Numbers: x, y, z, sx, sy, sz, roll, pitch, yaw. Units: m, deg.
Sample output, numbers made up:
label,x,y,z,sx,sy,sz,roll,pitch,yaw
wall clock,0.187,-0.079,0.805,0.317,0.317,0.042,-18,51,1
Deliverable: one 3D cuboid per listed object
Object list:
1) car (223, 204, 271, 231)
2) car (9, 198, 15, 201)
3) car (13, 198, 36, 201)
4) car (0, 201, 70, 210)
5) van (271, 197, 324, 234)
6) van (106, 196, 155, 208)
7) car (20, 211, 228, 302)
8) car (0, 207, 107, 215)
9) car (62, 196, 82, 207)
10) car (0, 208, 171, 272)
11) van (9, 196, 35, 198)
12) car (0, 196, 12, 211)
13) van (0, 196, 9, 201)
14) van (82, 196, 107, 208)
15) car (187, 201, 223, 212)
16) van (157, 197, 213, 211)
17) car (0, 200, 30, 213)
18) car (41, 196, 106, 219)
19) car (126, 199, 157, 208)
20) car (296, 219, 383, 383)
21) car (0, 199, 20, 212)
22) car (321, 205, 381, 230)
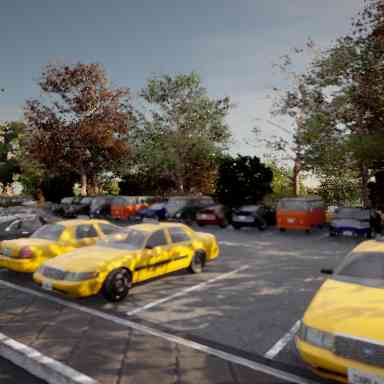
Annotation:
label,x,y,z,sx,sy,sz,roll,pitch,yaw
car,4.265,1.549,21.164,2.163,1.488,4.792,0,0,36
car,-18.196,1.747,37.361,2.002,1.452,4.674,-1,0,36
car,-15.855,1.685,35.659,2.097,1.535,5.008,-1,0,36
car,-7.828,1.422,13.768,2.185,1.767,4.553,0,0,36
van,6.563,1.291,19.613,1.878,1.987,4.442,0,0,36
van,-4.558,1.355,27.647,1.878,1.987,4.442,-1,0,36
car,-1.308,1.519,8.790,1.946,1.575,5.366,0,0,36
car,-5.596,1.534,12.110,2.231,1.521,4.892,0,0,36
car,-9.133,1.372,30.774,2.435,2.045,5.566,-1,0,36
car,-3.241,1.522,10.644,1.946,1.575,5.366,0,0,36
van,-20.377,1.502,39.077,1.878,1.987,4.442,-1,0,36
car,-27.198,1.539,43.826,2.435,2.045,5.566,-1,0,36
van,-12.277,1.361,17.088,1.878,1.987,4.442,-1,0,36
van,-6.940,1.376,29.080,1.878,1.987,4.442,-1,0,36
car,2.126,1.557,22.710,2.163,1.488,4.792,0,0,36
van,-0.186,1.317,24.211,1.878,1.987,4.442,0,0,35
car,-22.588,1.788,40.528,2.002,1.452,4.674,-1,0,36
car,-11.378,1.392,32.397,2.435,2.045,5.566,-1,0,36
car,-2.377,1.560,25.934,2.097,1.535,5.008,-1,0,36
car,3.291,1.523,5.467,1.946,1.575,5.366,0,0,36
car,-24.837,1.769,42.149,2.097,1.535,5.008,-1,0,36
car,8.824,1.547,17.800,2.163,1.488,4.792,0,0,36
